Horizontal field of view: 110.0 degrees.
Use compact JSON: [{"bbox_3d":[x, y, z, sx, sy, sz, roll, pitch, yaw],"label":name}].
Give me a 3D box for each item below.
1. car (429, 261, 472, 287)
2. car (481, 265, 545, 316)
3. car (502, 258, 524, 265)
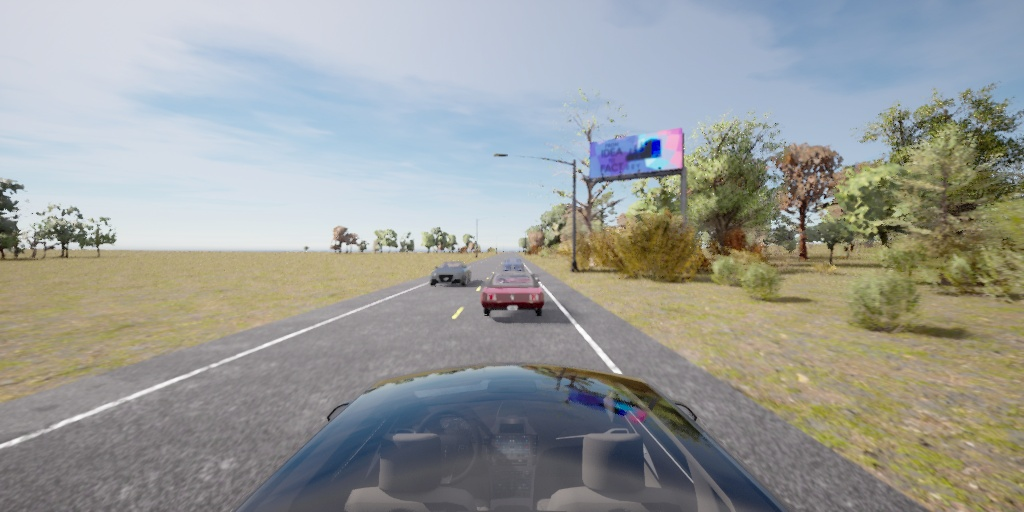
[{"bbox_3d":[-3.549,1.012,21.327,1.994,1.385,4.181,0,1,1],"label":"car"},{"bbox_3d":[0.037,1.184,12.545,1.895,1.301,4.718,0,1,0],"label":"car"},{"bbox_3d":[0.080,0.850,30.732,2.033,1.411,5.357,0,1,0],"label":"car"}]
